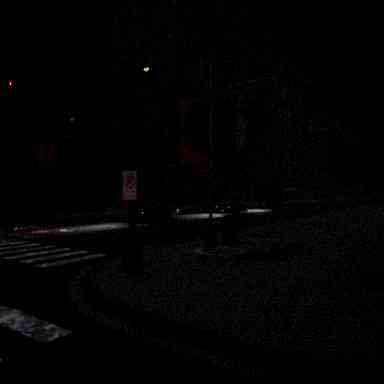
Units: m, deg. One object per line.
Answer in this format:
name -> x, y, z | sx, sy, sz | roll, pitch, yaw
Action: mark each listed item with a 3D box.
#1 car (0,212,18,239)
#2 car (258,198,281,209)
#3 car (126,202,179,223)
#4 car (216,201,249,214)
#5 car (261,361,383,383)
car -> -10.735, 1.508, 15.371 | 1.837, 1.490, 4.892 | 0, 0, 35
car -> 10.785, 1.566, 45.773 | 2.128, 1.511, 4.902 | 0, 0, 35
car -> -3.048, 1.515, 26.268 | 2.128, 1.511, 4.902 | 0, 0, 35
car -> 4.493, 1.650, 36.931 | 1.895, 1.301, 4.718 | 0, 0, 35
car -> 2.175, 1.551, 1.294 | 4.403, 1.369, 2.008 | 0, 0, 36
